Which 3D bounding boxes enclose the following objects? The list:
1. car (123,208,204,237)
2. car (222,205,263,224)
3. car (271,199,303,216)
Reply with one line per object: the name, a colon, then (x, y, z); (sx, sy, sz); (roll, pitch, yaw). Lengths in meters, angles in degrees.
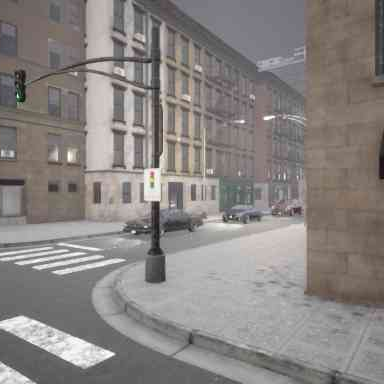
car: (-1.388, 1.630, 18.861); (2.033, 1.411, 5.357); (0, 0, 35)
car: (4.064, 1.696, 26.503); (1.994, 1.385, 4.181); (0, 0, 36)
car: (9.979, 1.539, 34.789); (2.097, 1.767, 4.553); (0, 0, 35)
